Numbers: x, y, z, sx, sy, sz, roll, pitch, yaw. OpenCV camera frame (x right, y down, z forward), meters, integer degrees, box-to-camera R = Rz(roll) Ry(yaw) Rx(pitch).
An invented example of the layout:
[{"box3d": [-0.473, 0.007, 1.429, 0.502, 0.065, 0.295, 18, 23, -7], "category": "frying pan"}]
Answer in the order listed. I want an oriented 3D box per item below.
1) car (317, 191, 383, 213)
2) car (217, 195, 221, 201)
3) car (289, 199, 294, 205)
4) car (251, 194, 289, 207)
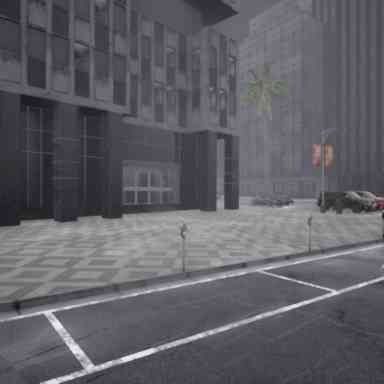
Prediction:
[{"box3d": [15.074, 0.908, 32.736, 2.150, 2.045, 5.566, 0, 1, -35], "category": "car"}, {"box3d": [2.889, 0.728, 55.581, 1.882, 1.535, 5.008, 0, 1, -35], "category": "car"}, {"box3d": [10.915, 1.032, 44.217, 2.033, 1.411, 5.357, 0, 1, -35], "category": "car"}, {"box3d": [9.252, 1.072, 40.959, 1.994, 1.385, 4.181, 0, 1, -35], "category": "car"}]
